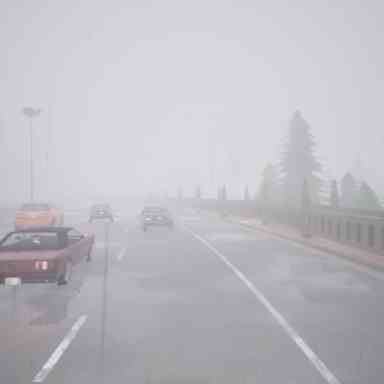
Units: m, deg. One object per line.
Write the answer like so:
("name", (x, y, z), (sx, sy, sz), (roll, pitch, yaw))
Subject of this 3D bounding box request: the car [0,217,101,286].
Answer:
("car", (-4.035, 1.621, 9.343), (1.895, 1.301, 4.718), (0, 0, -6))

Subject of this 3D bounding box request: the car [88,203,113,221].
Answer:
("car", (-7.438, 1.607, 27.149), (2.033, 1.411, 5.357), (0, 0, -16))

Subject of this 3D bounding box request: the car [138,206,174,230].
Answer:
("car", (-2.387, 1.572, 21.383), (2.033, 1.411, 5.357), (0, 0, -12))

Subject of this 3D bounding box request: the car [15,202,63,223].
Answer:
("car", (-9.617, 1.414, 21.275), (2.097, 1.767, 4.553), (0, 0, -13))
